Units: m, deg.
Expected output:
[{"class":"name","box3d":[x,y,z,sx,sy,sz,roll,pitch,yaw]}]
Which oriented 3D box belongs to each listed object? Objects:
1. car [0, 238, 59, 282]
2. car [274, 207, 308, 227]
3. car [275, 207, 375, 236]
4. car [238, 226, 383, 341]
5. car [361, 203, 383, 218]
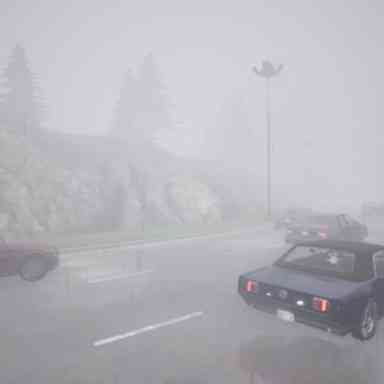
[{"class":"car","box3d":[-5.831,1.599,8.340,4.674,1.442,1.812,0,0,-36]},{"class":"car","box3d":[6.752,1.623,20.903,1.994,1.385,4.181,0,0,38]},{"class":"car","box3d":[5.862,1.581,14.175,2.033,1.411,5.357,-1,0,42]},{"class":"car","box3d":[3.114,1.616,6.607,4.718,1.301,1.895,0,0,-42]},{"class":"car","box3d":[16.718,1.649,30.820,1.895,1.301,4.718,0,0,25]}]
